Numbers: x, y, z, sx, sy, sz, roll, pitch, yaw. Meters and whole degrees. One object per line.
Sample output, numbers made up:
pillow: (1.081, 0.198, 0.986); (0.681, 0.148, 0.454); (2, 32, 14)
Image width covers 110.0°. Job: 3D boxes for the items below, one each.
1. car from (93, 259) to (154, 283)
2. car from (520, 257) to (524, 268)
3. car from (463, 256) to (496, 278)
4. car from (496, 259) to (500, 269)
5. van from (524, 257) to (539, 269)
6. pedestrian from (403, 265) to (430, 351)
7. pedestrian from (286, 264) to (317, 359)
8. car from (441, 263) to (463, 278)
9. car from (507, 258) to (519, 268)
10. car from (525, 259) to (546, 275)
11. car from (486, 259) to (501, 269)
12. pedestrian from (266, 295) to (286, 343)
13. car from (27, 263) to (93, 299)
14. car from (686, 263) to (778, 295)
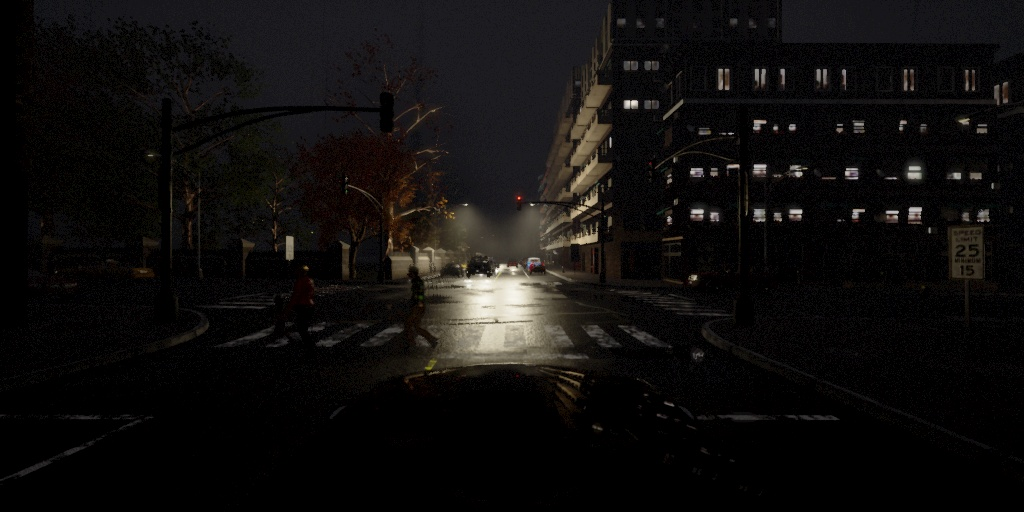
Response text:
car: (-24.708, 0.883, 21.750); (4.829, 1.417, 1.751); (0, 0, 0)
car: (2.789, 1.230, 56.927); (1.967, 1.591, 4.097); (0, 0, 0)
car: (-3.027, 0.986, 34.707); (2.150, 2.045, 5.566); (0, 0, 1)
car: (-3.021, 1.322, 44.975); (2.033, 1.411, 5.357); (0, 0, 0)
van: (2.769, 1.116, 45.667); (1.690, 1.789, 3.998); (0, 0, 0)
pedestrian: (-1.995, 1.040, 7.486); (0.375, 1.860, 0.375); (0, 0, 0)
pedestrian: (-3.991, 1.044, 6.889); (0.375, 1.860, 0.375); (0, 0, 0)
car: (-5.632, 1.330, 34.421); (1.948, 1.339, 4.313); (0, 0, 0)
car: (0.109, 1.304, 62.711); (1.837, 1.490, 4.892); (0, 0, 0)
car: (2.759, 1.314, 40.036); (1.888, 1.381, 4.507); (0, 0, 0)
car: (-2.977, 1.284, 58.259); (2.128, 1.511, 4.902); (0, 0, 0)
pedestrian: (-5.204, 1.409, 8.092); (0.500, 1.100, 0.500); (0, 0, 0)
car: (-18.942, 1.007, 13.414); (4.207, 1.307, 1.802); (0, 0, 0)
car: (13.485, 1.353, 22.046); (5.009, 1.841, 2.192); (0, 0, 0)
